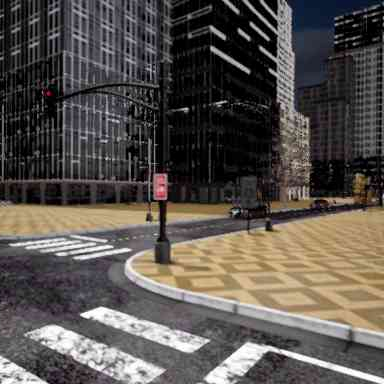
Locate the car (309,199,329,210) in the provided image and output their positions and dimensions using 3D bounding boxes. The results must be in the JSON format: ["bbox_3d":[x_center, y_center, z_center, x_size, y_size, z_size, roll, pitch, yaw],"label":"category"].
[{"bbox_3d":[18.353,1.726,47.731,1.812,1.442,4.674,1,0,37],"label":"car"}]

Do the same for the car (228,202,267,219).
[{"bbox_3d":[5.066,1.594,30.072,2.128,1.511,4.902,1,0,37],"label":"car"}]
